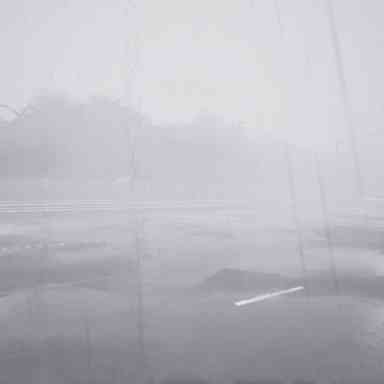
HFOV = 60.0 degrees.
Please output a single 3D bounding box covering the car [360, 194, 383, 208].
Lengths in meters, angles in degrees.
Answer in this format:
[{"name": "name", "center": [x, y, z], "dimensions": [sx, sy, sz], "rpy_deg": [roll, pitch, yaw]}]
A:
[{"name": "car", "center": [26.823, 1.295, 48.537], "dimensions": [5.566, 2.045, 2.150], "rpy_deg": [1, 0, -36]}]
